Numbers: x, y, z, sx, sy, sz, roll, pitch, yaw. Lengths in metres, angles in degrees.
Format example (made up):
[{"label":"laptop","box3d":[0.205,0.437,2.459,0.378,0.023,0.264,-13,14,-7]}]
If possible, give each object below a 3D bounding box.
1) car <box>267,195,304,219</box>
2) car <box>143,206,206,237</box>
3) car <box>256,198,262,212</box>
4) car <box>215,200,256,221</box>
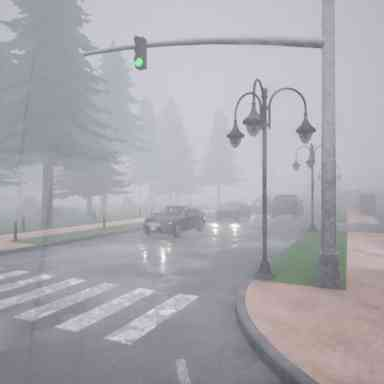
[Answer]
[{"label":"car","box3d":[8.784,1.279,30.330,2.150,2.045,5.566,0,0,25]},{"label":"car","box3d":[-0.839,1.516,18.282,2.128,1.511,4.902,0,0,25]},{"label":"car","box3d":[7.793,1.405,36.847,2.097,1.767,4.553,0,0,24]},{"label":"car","box3d":[3.518,1.516,27.594,1.882,1.535,5.008,0,0,25]}]
